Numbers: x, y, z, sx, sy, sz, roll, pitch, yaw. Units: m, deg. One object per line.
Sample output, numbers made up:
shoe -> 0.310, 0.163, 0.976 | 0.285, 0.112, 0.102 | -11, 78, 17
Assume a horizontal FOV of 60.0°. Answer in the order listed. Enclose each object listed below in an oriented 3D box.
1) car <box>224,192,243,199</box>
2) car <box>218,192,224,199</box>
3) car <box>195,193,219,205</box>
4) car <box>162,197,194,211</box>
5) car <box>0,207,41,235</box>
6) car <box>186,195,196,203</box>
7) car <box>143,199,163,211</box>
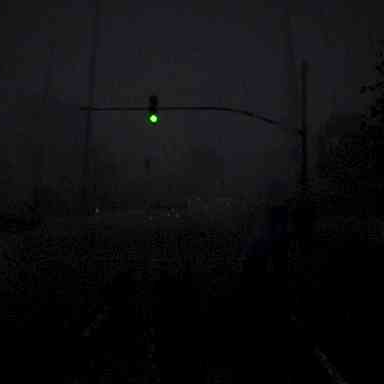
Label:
car -> 9.259, 0.673, 71.360 | 2.033, 1.411, 5.357 | 0, 3, 28
car -> 6.518, 0.652, 73.658 | 2.033, 1.411, 5.357 | 0, 3, 30
car -> 2.715, 1.451, 57.905 | 1.994, 1.385, 4.181 | 0, 2, 23
car -> -1.769, 1.768, 45.132 | 2.033, 1.411, 5.357 | 0, 1, 16
car -> -11.451, 1.619, 19.419 | 5.008, 1.535, 1.882 | 0, 0, 3
car -> -0.361, 1.390, 59.580 | 1.837, 1.490, 4.892 | 0, 2, 24
car -> -5.162, 1.722, 45.815 | 2.128, 1.511, 4.902 | 0, 1, 16
